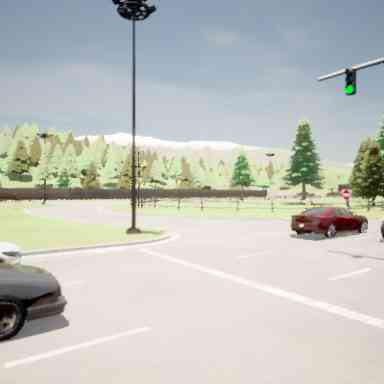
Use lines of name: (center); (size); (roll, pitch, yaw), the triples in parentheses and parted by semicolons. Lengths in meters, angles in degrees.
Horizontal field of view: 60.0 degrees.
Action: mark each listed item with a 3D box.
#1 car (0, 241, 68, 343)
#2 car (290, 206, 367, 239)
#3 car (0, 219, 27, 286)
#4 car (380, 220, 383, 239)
car: (-4.701, 1.547, 4.691); (5.357, 1.411, 2.033); (0, 0, -35)
car: (7.323, 1.486, 17.567); (5.008, 1.535, 1.882); (0, 0, -35)
car: (-6.542, 1.525, 7.678); (4.674, 1.442, 1.812); (0, 0, -35)
car: (10.632, 1.535, 15.641); (4.674, 1.442, 1.812); (0, 0, -36)
